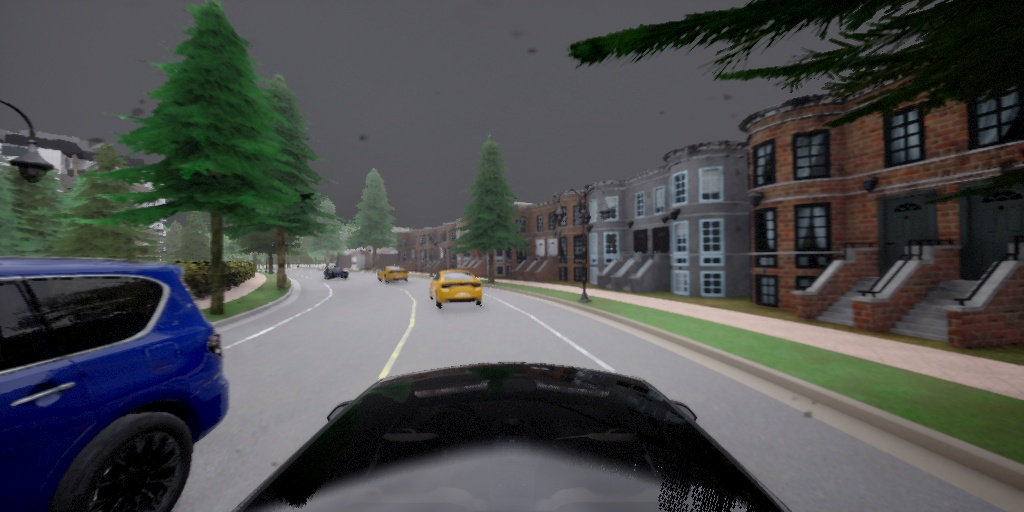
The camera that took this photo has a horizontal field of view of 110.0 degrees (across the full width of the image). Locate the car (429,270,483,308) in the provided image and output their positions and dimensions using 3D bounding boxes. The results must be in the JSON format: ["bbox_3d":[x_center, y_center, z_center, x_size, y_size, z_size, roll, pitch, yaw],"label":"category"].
[{"bbox_3d":[-2.671,1.369,16.420,1.882,1.535,5.008,0,-1,-17],"label":"car"}]

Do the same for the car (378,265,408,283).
[{"bbox_3d":[-10.975,1.597,32.883,1.882,1.535,5.008,0,-1,-31],"label":"car"}]

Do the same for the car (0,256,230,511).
[{"bbox_3d":[-3.633,1.014,0.970,2.150,2.045,5.566,0,0,-1],"label":"car"}]

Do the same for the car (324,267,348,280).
[{"bbox_3d":[-18.985,1.867,38.671,1.895,1.301,4.718,0,0,-33],"label":"car"}]
